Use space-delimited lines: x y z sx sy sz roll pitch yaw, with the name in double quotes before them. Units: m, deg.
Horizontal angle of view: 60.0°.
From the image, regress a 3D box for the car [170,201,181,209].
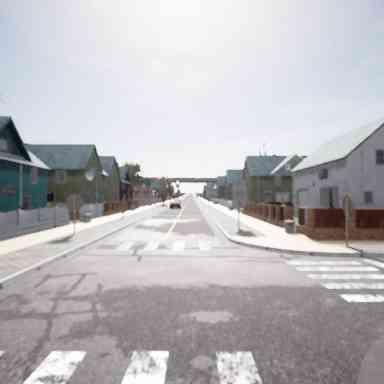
"car" -2.833 2.209 57.272 1.895 1.301 4.718 0 -1 0
